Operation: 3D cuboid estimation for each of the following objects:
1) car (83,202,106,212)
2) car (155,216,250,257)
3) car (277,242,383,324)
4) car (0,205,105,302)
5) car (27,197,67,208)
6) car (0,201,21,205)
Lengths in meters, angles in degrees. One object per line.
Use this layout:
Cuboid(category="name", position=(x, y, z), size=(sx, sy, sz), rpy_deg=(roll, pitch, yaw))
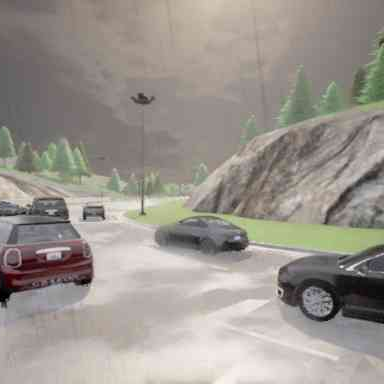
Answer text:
Cuboid(category="car", position=(-8.976, 1.656, 30.574), size=(2.128, 1.511, 4.902), rpy_deg=(0, 0, -16))
Cuboid(category="car", position=(0.304, 1.660, 13.686), size=(1.994, 1.385, 4.181), rpy_deg=(1, 0, -43))
Cuboid(category="car", position=(3.926, 1.563, 5.725), size=(4.892, 1.490, 1.837), rpy_deg=(0, 0, 36))
Cuboid(category="car", position=(-4.447, 1.392, 8.658), size=(2.097, 1.767, 4.553), rpy_deg=(1, -1, -44))
Cuboid(category="car", position=(-9.260, 1.324, 21.394), size=(2.150, 2.045, 5.566), rpy_deg=(0, 0, -27))
Cuboid(category="car", position=(-15.970, 1.727, 29.598), size=(1.895, 1.301, 4.718), rpy_deg=(0, 0, -15))
